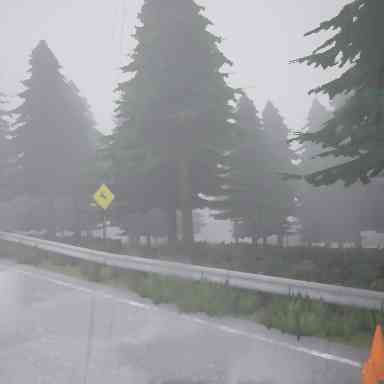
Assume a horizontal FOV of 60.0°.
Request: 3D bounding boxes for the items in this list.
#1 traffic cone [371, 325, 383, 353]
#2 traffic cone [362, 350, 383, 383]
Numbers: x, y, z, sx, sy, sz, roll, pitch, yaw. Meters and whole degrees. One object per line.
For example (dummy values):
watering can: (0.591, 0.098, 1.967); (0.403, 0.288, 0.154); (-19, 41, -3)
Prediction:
traffic cone: (2.321, 1.956, 4.128); (0.340, 0.580, 0.340); (0, 0, 34)
traffic cone: (1.773, 1.956, 3.294); (0.340, 0.580, 0.340); (0, 0, 34)
